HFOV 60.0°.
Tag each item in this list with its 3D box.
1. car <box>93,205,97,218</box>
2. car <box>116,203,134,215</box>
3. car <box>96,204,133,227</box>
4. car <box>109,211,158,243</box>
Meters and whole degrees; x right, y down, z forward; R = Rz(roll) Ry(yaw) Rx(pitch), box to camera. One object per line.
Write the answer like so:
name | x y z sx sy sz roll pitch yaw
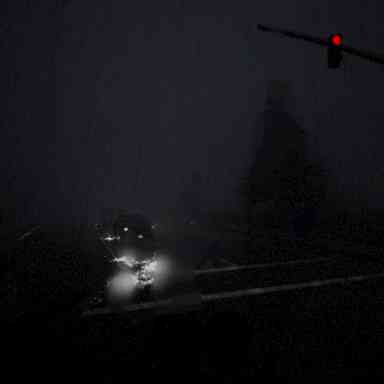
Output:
car | -11.399 2.382 42.013 1.837 1.490 4.892 -1 -1 -19
car | -9.817 2.425 48.337 1.882 1.535 5.008 -1 -1 -19
car | -6.678 2.067 28.368 2.128 1.511 4.902 -1 -1 -19
car | -3.292 1.965 18.727 1.895 1.301 4.718 -1 -1 -19
